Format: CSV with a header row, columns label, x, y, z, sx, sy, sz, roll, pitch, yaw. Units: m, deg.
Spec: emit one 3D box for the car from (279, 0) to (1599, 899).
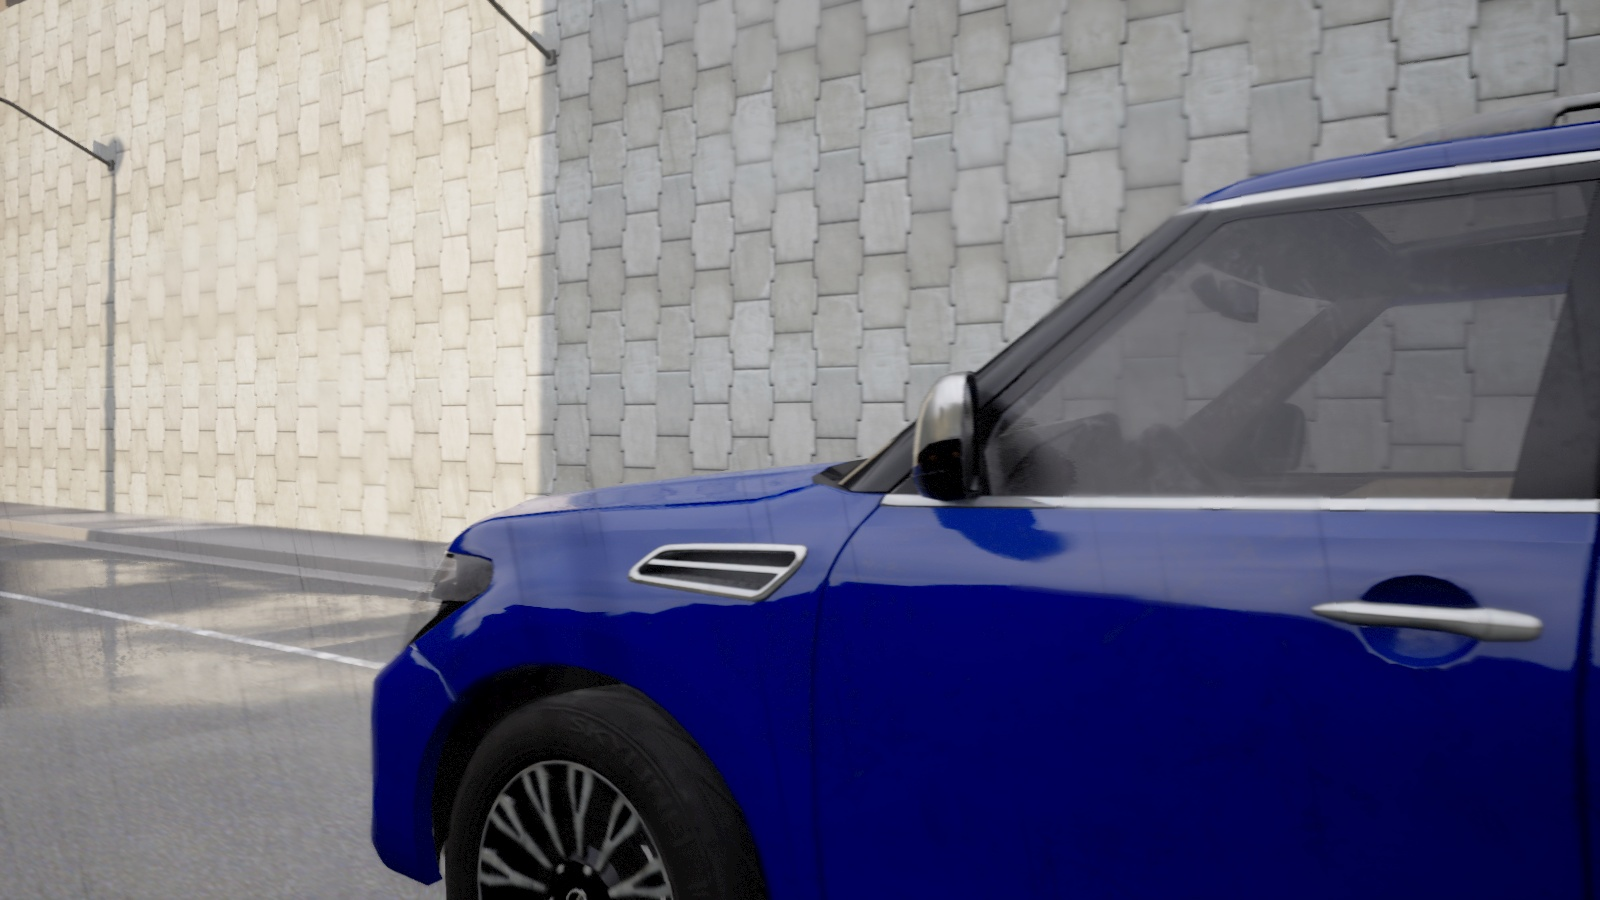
label,x,y,z,sx,sy,sz,roll,pitch,yaw
car,1.578,0.406,2.576,5.566,2.045,2.150,0,1,34
